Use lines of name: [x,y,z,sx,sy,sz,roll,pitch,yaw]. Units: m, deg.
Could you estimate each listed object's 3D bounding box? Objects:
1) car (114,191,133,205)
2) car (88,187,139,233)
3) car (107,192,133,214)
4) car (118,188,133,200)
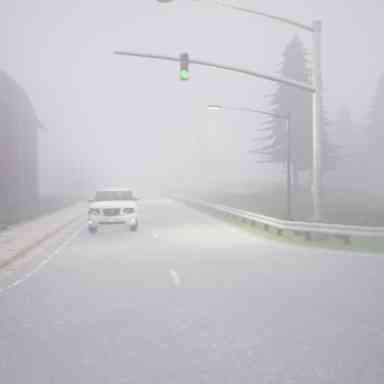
car: [-7.578,0.642,36.971,1.895,1.301,4.718,-1,2,-10]
car: [-3.982,0.788,17.149,2.150,2.045,5.566,-1,2,-10]
car: [-5.770,0.831,27.009,1.812,1.442,4.674,-1,2,-10]
car: [-9.481,0.261,47.712,1.837,1.490,4.892,-1,2,-10]
